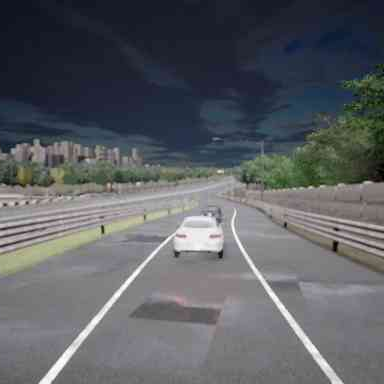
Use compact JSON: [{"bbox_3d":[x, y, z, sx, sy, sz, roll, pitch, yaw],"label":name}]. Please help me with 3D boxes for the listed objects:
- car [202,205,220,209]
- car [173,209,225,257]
[{"bbox_3d":[1.620,1.828,27.862,2.033,1.411,5.357,0,-1,7],"label":"car"},{"bbox_3d":[0.333,1.660,13.440,1.812,1.442,4.674,0,0,4],"label":"car"}]
